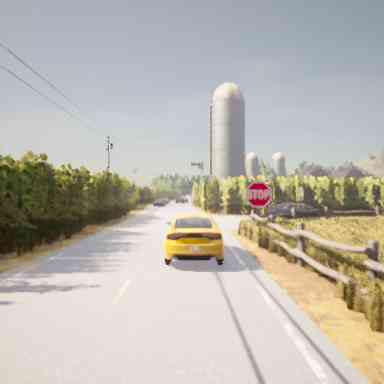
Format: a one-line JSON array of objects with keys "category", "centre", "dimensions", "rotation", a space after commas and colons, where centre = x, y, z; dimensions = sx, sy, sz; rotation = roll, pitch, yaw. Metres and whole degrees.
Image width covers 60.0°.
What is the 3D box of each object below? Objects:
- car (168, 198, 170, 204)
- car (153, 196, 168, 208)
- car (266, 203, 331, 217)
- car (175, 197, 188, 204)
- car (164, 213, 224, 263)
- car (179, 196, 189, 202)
[{"category": "car", "centre": [-5.772, 1.558, 68.386], "dimensions": [2.097, 1.767, 4.553], "rotation": [0, 0, 0]}, {"category": "car", "centre": [-5.230, 1.705, 53.119], "dimensions": [2.033, 1.411, 5.357], "rotation": [0, 0, -4]}, {"category": "car", "centre": [8.192, 1.567, 25.543], "dimensions": [4.902, 1.511, 2.128], "rotation": [0, -1, -6]}, {"category": "car", "centre": [-2.519, 1.740, 70.770], "dimensions": [2.033, 1.411, 5.357], "rotation": [0, 0, 2]}, {"category": "car", "centre": [0.069, 1.514, 12.107], "dimensions": [1.882, 1.535, 5.008], "rotation": [0, 0, 0]}, {"category": "car", "centre": [-1.989, 1.749, 81.329], "dimensions": [1.895, 1.301, 4.718], "rotation": [0, 0, 4]}]
